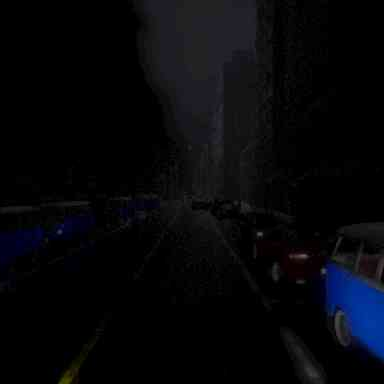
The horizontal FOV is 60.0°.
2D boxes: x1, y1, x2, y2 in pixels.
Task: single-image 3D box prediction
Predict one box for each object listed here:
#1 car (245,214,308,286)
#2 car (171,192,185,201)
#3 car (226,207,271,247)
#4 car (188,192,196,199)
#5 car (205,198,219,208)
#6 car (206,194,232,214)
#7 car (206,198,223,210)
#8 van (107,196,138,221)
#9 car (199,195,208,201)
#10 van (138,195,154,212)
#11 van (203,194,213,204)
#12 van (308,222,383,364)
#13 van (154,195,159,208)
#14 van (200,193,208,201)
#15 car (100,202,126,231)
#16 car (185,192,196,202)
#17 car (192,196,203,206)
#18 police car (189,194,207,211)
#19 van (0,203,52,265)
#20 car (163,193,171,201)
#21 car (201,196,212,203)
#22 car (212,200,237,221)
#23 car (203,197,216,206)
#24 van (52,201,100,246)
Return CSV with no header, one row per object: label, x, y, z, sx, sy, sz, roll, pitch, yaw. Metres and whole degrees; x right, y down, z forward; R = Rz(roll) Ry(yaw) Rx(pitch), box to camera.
car,2.854,1.541,9.265,1.887,1.381,4.507,0,0,0
car,-3.001,1.057,75.915,2.150,2.045,5.566,0,0,0
car,2.854,1.559,14.925,1.947,1.339,4.313,0,0,0
car,0.000,0.927,90.448,2.150,2.045,5.566,0,0,0
car,2.855,1.532,48.888,1.802,1.307,4.206,0,0,0
car,2.854,1.292,31.907,2.192,1.841,5.009,0,0,0
car,2.855,1.505,43.228,1.887,1.381,4.507,0,0,0
van,-5.671,1.325,26.229,1.690,1.788,3.998,0,0,0
car,2.856,1.434,82.851,1.947,1.339,4.313,0,0,0
van,-5.671,1.311,37.545,1.690,1.788,3.998,0,0,0
van,2.855,1.268,60.209,1.690,1.788,3.998,0,0,0
van,2.853,1.339,3.605,1.690,1.788,3.998,0,0,0
van,-5.671,1.302,43.202,1.690,1.788,3.998,0,0,0
van,2.855,1.226,77.190,1.690,1.788,3.998,0,0,0
car,-5.671,1.534,20.571,1.887,1.381,4.507,0,0,0
car,-0.001,0.980,75.342,2.150,2.045,5.566,0,0,0
car,0.900,1.463,55.861,1.812,1.442,4.674,0,0,0
police car,0.900,1.392,39.971,1.930,1.638,5.238,0,0,0
van,-5.672,1.337,9.256,1.690,1.788,3.998,0,0,0
car,-5.669,1.200,77.150,2.192,1.841,5.009,0,0,0
car,2.856,1.458,65.870,1.887,1.381,4.507,0,0,0
car,2.855,1.566,26.246,1.802,1.307,4.206,0,0,0
car,2.855,1.521,54.549,1.802,1.307,4.206,0,0,0
van,-5.672,1.334,14.913,1.690,1.788,3.998,0,0,0
